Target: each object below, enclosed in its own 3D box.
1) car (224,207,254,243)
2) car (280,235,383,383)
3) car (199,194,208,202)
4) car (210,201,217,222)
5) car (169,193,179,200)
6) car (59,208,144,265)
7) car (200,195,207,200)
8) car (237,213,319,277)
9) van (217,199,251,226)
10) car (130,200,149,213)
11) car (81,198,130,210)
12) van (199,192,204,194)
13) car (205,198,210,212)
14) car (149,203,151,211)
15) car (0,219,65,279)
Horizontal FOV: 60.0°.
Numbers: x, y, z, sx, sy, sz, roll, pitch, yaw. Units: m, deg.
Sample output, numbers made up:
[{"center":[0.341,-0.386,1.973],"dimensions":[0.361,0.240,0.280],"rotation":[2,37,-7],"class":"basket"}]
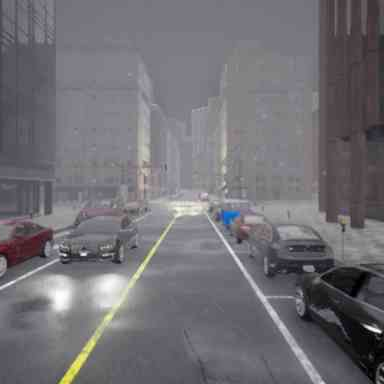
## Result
[{"center":[2.763,1.611,15.716],"dimensions":[1.802,1.307,4.206],"rotation":[0,0,0],"class":"car"},{"center":[2.760,1.575,4.427],"dimensions":[1.947,1.339,4.313],"rotation":[0,0,0],"class":"car"},{"center":[3.053,1.598,75.504],"dimensions":[1.802,1.307,4.206],"rotation":[0,0,1],"class":"car"},{"center":[2.765,1.483,27.006],"dimensions":[1.967,1.590,4.097],"rotation":[0,0,0],"class":"car"},{"center":[-5.325,1.560,92.241],"dimensions":[1.802,1.307,4.206],"rotation":[0,0,1],"class":"car"},{"center":[-3.097,1.528,11.932],"dimensions":[1.837,1.490,4.892],"rotation":[0,0,0],"class":"car"},{"center":[3.201,1.560,92.162],"dimensions":[1.802,1.307,4.206],"rotation":[0,0,1],"class":"car"},{"center":[2.761,1.571,10.072],"dimensions":[2.008,1.369,4.403],"rotation":[0,0,0],"class":"car"},{"center":[2.763,1.378,21.361],"dimensions":[1.690,1.788,3.998],"rotation":[0,0,0],"class":"van"},{"center":[-5.758,1.594,32.655],"dimensions":[1.887,1.381,4.507],"rotation":[0,0,0],"class":"car"},{"center":[-5.762,1.353,21.367],"dimensions":[2.192,1.841,5.009],"rotation":[0,0,0],"class":"car"},{"center":[3.101,1.346,81.055],"dimensions":[1.690,1.788,3.998],"rotation":[0,0,1],"class":"van"},{"center":[2.769,1.634,38.295],"dimensions":[1.802,1.307,4.206],"rotation":[0,0,0],"class":"car"},{"center":[-5.757,1.619,38.299],"dimensions":[1.947,1.339,4.313],"rotation":[0,0,0],"class":"car"},{"center":[-5.764,1.565,10.078],"dimensions":[1.887,1.381,4.507],"rotation":[0,0,0],"class":"car"}]
